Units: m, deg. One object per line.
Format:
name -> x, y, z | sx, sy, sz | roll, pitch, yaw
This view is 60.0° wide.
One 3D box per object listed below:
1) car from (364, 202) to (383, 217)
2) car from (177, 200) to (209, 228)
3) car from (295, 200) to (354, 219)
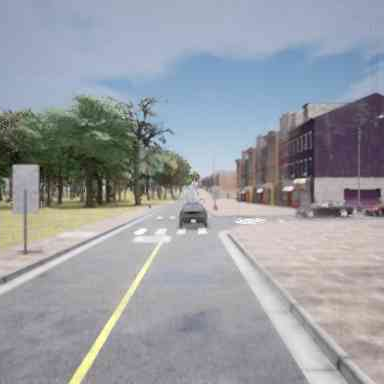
car -> 15.963, 1.234, 26.358 | 4.206, 1.307, 1.802 | -1, 1, 0
car -> 0.083, 1.513, 22.597 | 1.837, 1.490, 4.892 | -1, 0, 0
car -> 10.432, 1.322, 26.360 | 4.403, 1.369, 2.008 | -1, 1, 0
